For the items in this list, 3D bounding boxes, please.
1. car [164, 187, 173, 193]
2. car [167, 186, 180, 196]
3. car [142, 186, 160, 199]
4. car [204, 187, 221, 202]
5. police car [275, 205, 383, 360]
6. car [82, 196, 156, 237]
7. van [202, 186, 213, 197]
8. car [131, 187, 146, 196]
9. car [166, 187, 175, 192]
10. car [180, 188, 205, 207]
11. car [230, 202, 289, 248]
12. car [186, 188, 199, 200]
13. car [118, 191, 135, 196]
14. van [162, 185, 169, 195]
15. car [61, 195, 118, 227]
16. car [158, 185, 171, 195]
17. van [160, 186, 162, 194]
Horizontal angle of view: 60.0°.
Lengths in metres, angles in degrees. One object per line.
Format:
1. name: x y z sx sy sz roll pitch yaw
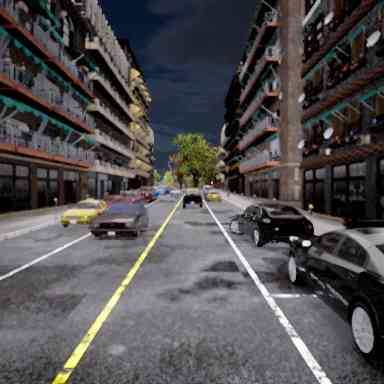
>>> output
1. car: -5.674 -0.517 80.756 1.947 1.339 4.313 1 1 0
2. car: -2.996 0.024 61.363 1.895 1.301 4.718 0 1 0
3. car: -5.673 0.246 41.131 2.192 1.841 5.009 1 1 0
4. car: 2.705 0.452 41.267 1.752 1.417 4.829 1 1 0
5. police car: 3.134 1.269 5.839 1.930 1.638 5.238 0 1 0
6. car: -3.100 1.141 15.482 2.033 1.411 5.357 0 1 0
7. van: 2.694 -0.164 58.072 1.690 1.788 3.998 1 1 0
8. car: -5.675 0.662 29.815 1.967 1.590 4.097 1 1 0
9. car: -5.674 -0.675 86.416 2.008 1.369 4.403 1 1 0
10. car: 0.080 0.663 32.311 1.837 1.490 4.892 0 2 1
11. car: 2.975 1.162 13.066 1.837 1.490 4.892 0 2 -7
12. car: 0.073 0.235 47.840 1.882 1.535 5.008 0 2 0
13. car: -5.677 0.913 24.157 1.887 1.381 4.507 1 1 0
14. van: -5.672 -0.310 63.770 1.690 1.788 3.998 1 1 0
15. car: -5.678 1.045 18.328 1.752 1.417 4.829 1 1 0
16. car: -5.671 -0.480 69.429 2.192 1.841 5.009 1 1 0
17. van: -5.673 0.126 46.791 1.690 1.788 3.998 1 1 0
